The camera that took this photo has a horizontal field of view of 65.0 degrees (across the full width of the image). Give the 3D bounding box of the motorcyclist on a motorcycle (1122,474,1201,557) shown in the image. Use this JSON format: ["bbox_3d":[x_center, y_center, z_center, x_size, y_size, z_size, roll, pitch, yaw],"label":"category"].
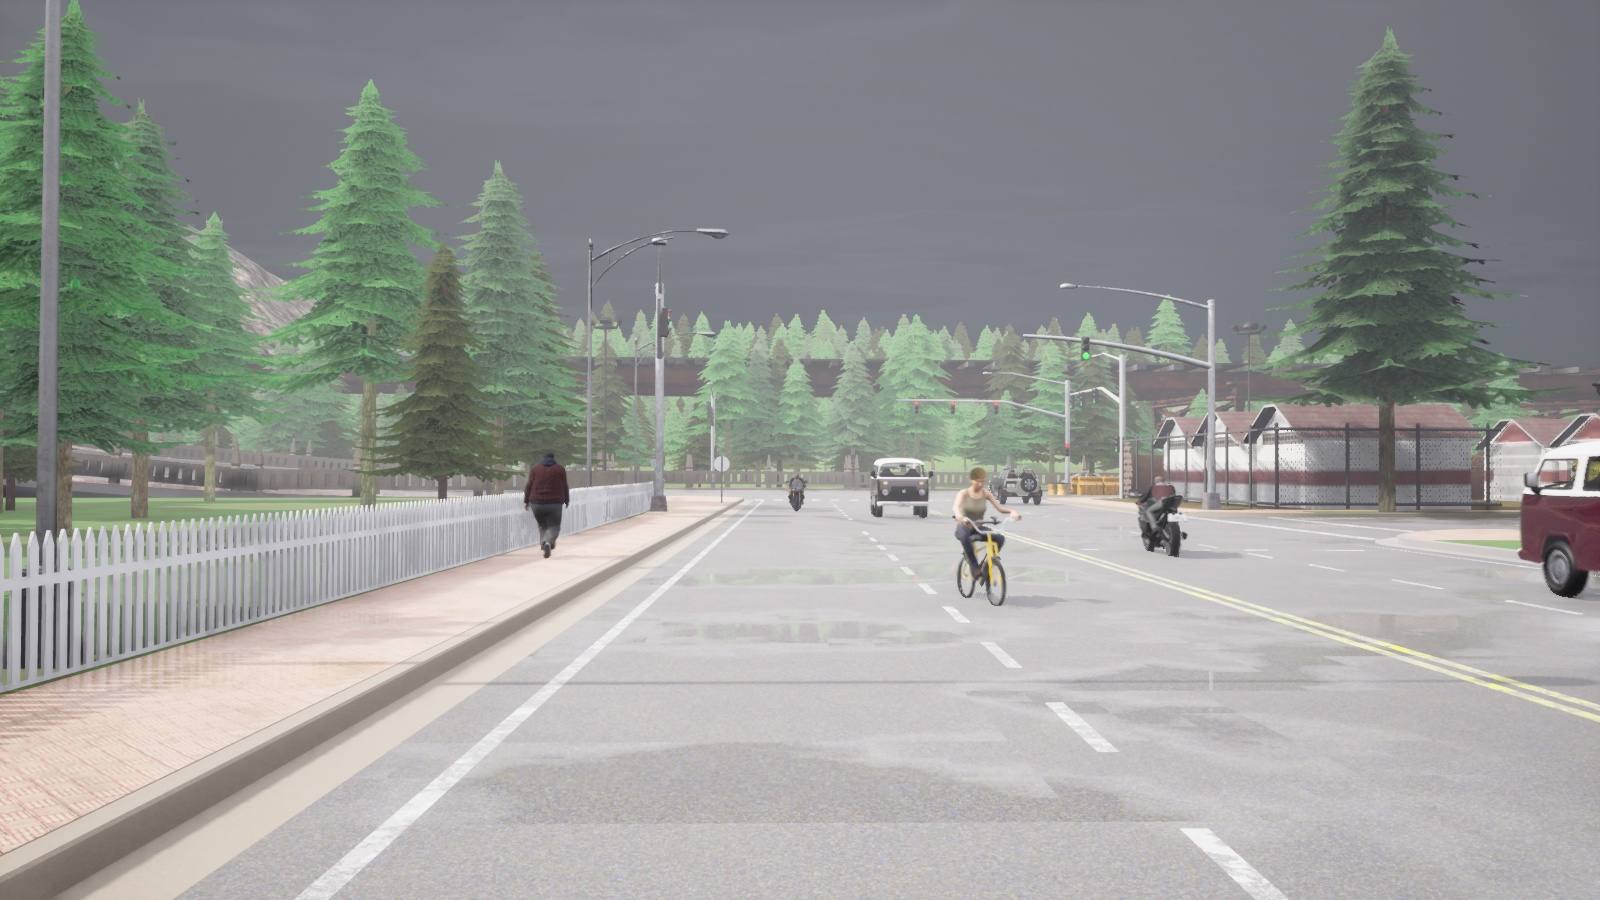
[{"bbox_3d":[6.940,1.228,24.215,0.866,1.530,2.191,0,-1,0],"label":"motorcyclist on a motorcycle"}]

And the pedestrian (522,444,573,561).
[{"bbox_3d":[-4.068,0.829,20.257,0.634,1.844,0.899,0,-1,0],"label":"pedestrian"}]

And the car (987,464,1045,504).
[{"bbox_3d":[10.351,1.604,60.516,1.932,1.855,4.605,0,-1,0],"label":"car"}]

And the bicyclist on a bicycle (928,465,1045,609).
[{"bbox_3d":[2.184,0.992,14.911,0.866,1.612,1.509,0,-1,-14],"label":"bicyclist on a bicycle"}]

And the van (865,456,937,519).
[{"bbox_3d":[3.392,1.245,43.036,2.069,2.038,4.480,0,-1,0],"label":"van"}]

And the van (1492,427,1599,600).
[{"bbox_3d":[10.462,0.745,14.845,2.069,2.038,4.480,0,-1,0],"label":"van"}]

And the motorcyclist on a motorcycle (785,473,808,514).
[{"bbox_3d":[-0.120,1.664,48.571,0.866,1.530,2.191,0,-1,0],"label":"motorcyclist on a motorcycle"}]
